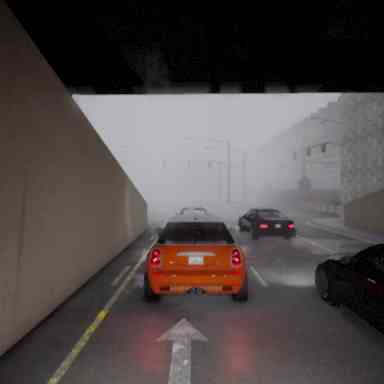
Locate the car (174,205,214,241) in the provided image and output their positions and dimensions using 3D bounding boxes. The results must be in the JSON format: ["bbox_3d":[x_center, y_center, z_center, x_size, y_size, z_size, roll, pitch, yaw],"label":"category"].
[{"bbox_3d":[0.088,1.486,17.219,1.812,1.442,4.674,0,0,0],"label":"car"}]

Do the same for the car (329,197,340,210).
[{"bbox_3d":[17.411,1.373,34.788,2.038,1.542,4.974,0,0,-35],"label":"car"}]

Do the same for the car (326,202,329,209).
[{"bbox_3d":[17.512,1.362,39.395,2.038,1.542,4.974,0,0,45],"label":"car"}]

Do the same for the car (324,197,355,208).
[{"bbox_3d":[17.549,1.205,39.432,1.853,1.218,4.536,0,0,45],"label":"car"}]

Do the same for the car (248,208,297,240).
[{"bbox_3d":[3.621,1.509,16.891,2.033,1.411,5.357,0,0,-3],"label":"car"}]

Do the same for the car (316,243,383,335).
[{"bbox_3d":[3.578,1.513,5.279,1.812,1.442,4.674,0,0,0],"label":"car"}]

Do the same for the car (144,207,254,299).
[{"bbox_3d":[0.083,1.332,8.541,2.097,1.767,4.553,0,0,0],"label":"car"}]
